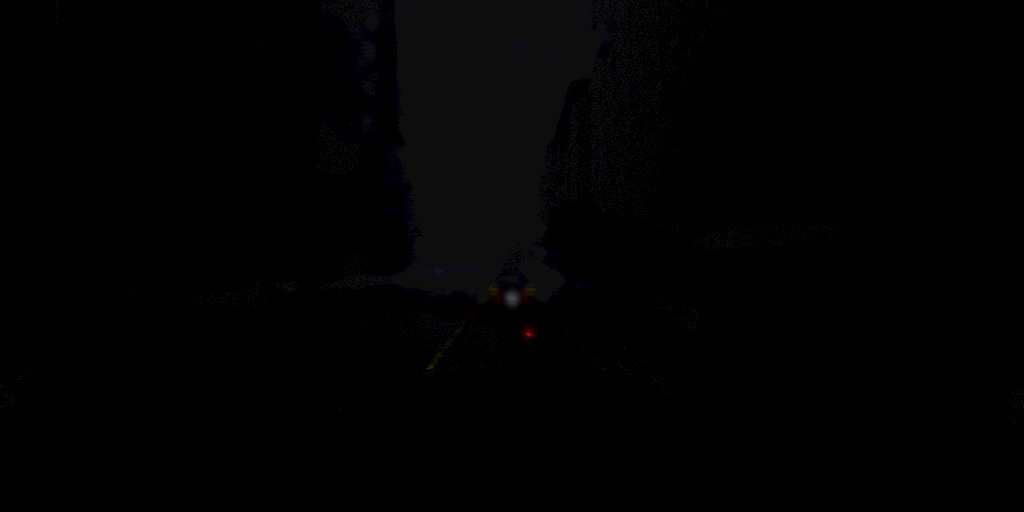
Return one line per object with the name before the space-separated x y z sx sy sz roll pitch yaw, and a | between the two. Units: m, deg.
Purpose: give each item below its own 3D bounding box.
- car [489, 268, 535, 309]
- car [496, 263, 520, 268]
car | 0.019 1.431 15.768 1.812 1.442 4.674 0 0 0
car | 0.017 1.579 30.375 2.128 1.511 4.902 0 -1 0
